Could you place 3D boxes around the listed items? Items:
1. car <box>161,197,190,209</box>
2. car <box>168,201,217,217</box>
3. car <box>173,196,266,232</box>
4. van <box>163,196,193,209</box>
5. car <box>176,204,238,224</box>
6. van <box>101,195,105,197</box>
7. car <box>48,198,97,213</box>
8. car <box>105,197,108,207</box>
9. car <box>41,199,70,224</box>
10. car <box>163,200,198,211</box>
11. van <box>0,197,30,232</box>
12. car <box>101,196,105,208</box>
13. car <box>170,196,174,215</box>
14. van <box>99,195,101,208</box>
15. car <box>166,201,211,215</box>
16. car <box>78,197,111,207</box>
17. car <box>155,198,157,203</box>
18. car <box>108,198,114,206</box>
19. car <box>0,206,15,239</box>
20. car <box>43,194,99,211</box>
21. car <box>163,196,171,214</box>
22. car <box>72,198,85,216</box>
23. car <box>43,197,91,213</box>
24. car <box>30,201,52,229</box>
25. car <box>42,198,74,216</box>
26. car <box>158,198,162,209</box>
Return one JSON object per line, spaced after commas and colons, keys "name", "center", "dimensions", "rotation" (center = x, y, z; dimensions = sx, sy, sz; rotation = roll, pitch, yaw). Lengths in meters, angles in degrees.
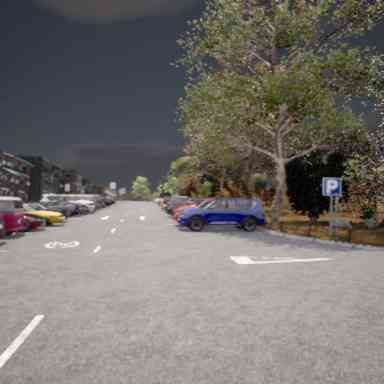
{"name": "car", "center": [-2.769, 1.769, 54.158], "dimensions": [4.553, 1.767, 2.185], "rotation": [1, -1, -8]}
{"name": "car", "center": [0.004, 1.770, 34.862], "dimensions": [4.792, 1.488, 2.163], "rotation": [1, -1, -8]}
{"name": "car", "center": [1.880, 1.408, 21.191], "dimensions": [5.566, 2.045, 2.435], "rotation": [1, 0, -8]}
{"name": "van", "center": [-2.236, 1.646, 51.426], "dimensions": [4.442, 1.987, 1.878], "rotation": [1, -1, -8]}
{"name": "car", "center": [1.123, 1.727, 26.708], "dimensions": [4.674, 1.452, 2.002], "rotation": [1, 0, -8]}
{"name": "van", "center": [-15.019, 1.394, 46.748], "dimensions": [4.442, 1.987, 1.878], "rotation": [1, -1, -8]}
{"name": "car", "center": [-13.741, 1.555, 38.433], "dimensions": [5.008, 1.535, 2.097], "rotation": [1, -1, -8]}
{"name": "car", "center": [-15.327, 1.517, 49.535], "dimensions": [4.553, 1.767, 2.185], "rotation": [1, -1, -8]}
{"name": "car", "center": [-11.203, 1.444, 21.808], "dimensions": [5.366, 1.575, 1.946], "rotation": [1, 0, -8]}
{"name": "car", "center": [-1.582, 1.867, 45.889], "dimensions": [4.674, 1.452, 2.002], "rotation": [1, -1, -8]}
{"name": "van", "center": [-10.715, 1.190, 16.216], "dimensions": [4.442, 1.987, 1.878], "rotation": [1, 0, -8]}
{"name": "car", "center": [-14.523, 1.600, 43.984], "dimensions": [4.892, 1.521, 2.231], "rotation": [1, -1, -8]}
{"name": "car", "center": [1.507, 1.420, 23.827], "dimensions": [5.566, 2.045, 2.435], "rotation": [1, 0, -8]}
{"name": "van", "center": [-14.008, 1.354, 41.228], "dimensions": [4.442, 1.987, 1.878], "rotation": [1, -1, -8]}
{"name": "car", "center": [-0.443, 1.791, 37.611], "dimensions": [4.792, 1.488, 2.163], "rotation": [1, -1, -8]}
{"name": "car", "center": [-16.068, 1.695, 55.091], "dimensions": [4.892, 1.521, 2.231], "rotation": [1, -1, -8]}
{"name": "car", "center": [-3.890, 1.984, 62.437], "dimensions": [5.008, 1.535, 2.097], "rotation": [1, -1, -8]}
{"name": "car", "center": [-15.654, 1.418, 52.318], "dimensions": [5.566, 2.045, 2.435], "rotation": [1, -1, -8]}
{"name": "car", "center": [-10.241, 1.434, 13.450], "dimensions": [4.792, 1.488, 2.163], "rotation": [1, 0, -8]}
{"name": "car", "center": [-13.312, 1.283, 35.664], "dimensions": [5.566, 2.045, 2.435], "rotation": [1, -1, -8]}
{"name": "car", "center": [0.341, 1.469, 32.101], "dimensions": [5.566, 2.045, 2.435], "rotation": [1, -1, -8]}
{"name": "car", "center": [-12.590, 1.521, 30.103], "dimensions": [4.792, 1.488, 2.163], "rotation": [1, 0, -8]}
{"name": "car", "center": [-12.956, 1.513, 32.877], "dimensions": [4.892, 1.521, 2.231], "rotation": [1, -1, -8]}
{"name": "car", "center": [-10.966, 1.461, 19.010], "dimensions": [4.792, 1.488, 2.163], "rotation": [1, 0, -8]}
{"name": "car", "center": [-11.783, 1.457, 24.554], "dimensions": [5.008, 1.535, 2.097], "rotation": [1, 0, -8]}
{"name": "car", "center": [-1.375, 1.799, 43.106], "dimensions": [5.366, 1.575, 1.946], "rotation": [1, -1, -8]}
